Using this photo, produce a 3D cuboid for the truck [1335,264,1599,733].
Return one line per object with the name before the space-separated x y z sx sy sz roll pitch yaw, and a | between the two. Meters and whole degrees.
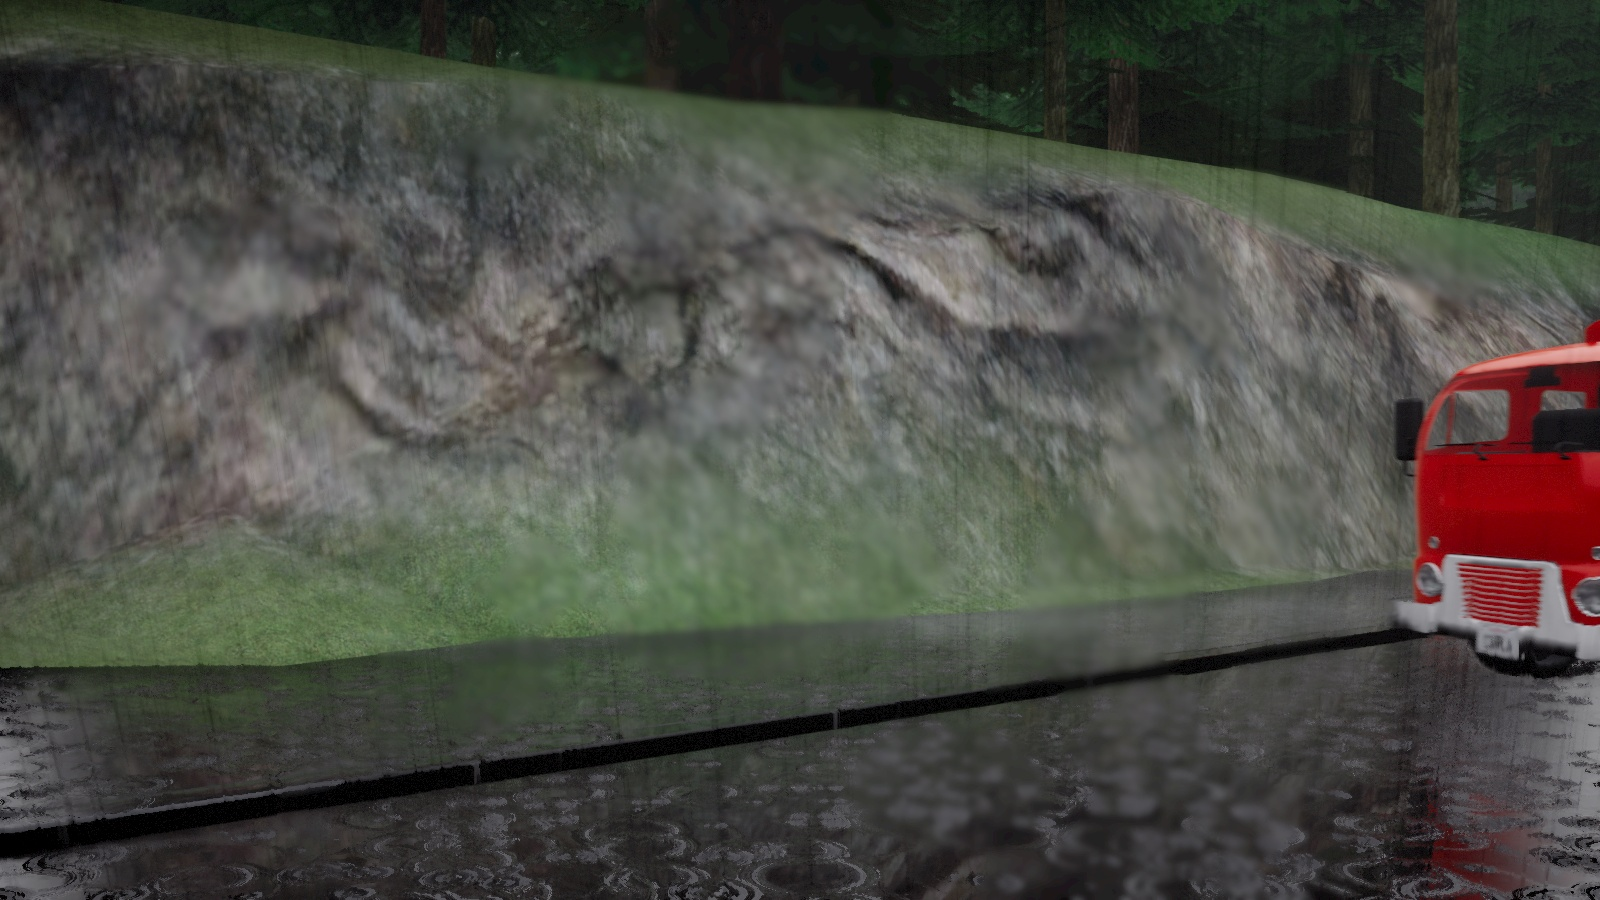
truck | 6.515 0.264 8.004 5.204 2.467 2.627 0 -1 -16
